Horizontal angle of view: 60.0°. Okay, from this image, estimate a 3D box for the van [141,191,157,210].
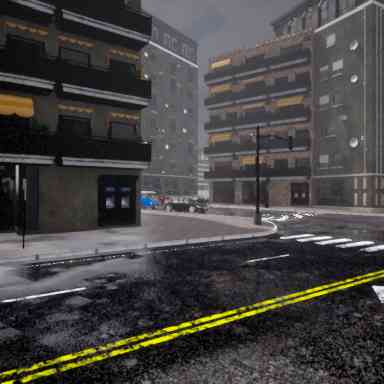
[{"bbox_3d":[-5.024,0.818,32.609,3.998,1.788,1.690,1,0,37],"label":"van"}]

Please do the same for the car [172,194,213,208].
[{"bbox_3d":[0.013,1.042,39.301,4.403,1.369,2.008,1,0,37],"label":"car"}]

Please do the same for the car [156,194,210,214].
[{"bbox_3d":[-0.604,1.138,29.301,4.403,1.369,2.008,1,0,37],"label":"car"}]

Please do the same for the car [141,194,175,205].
[{"bbox_3d":[-4.414,0.962,42.608,4.206,1.307,1.802,1,0,37],"label":"car"}]
